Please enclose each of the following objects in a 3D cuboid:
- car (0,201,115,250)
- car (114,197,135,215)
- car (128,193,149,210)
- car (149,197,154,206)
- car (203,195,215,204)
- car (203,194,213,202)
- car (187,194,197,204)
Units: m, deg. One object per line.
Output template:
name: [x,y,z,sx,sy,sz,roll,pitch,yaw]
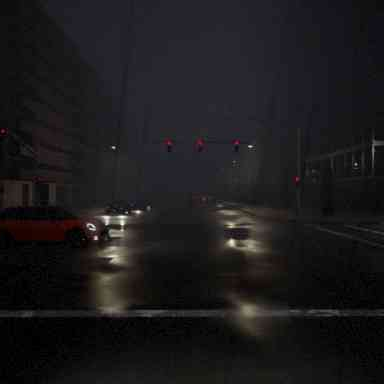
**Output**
car: [-5.867,1.378,13.958,4.553,1.767,2.097,0,0,0]
car: [-7.466,1.526,34.177,1.812,1.442,4.674,0,0,0]
car: [-7.452,1.221,44.088,2.150,2.045,5.566,0,0,1]
car: [-7.340,1.547,54.552,2.033,1.411,5.357,0,0,1]
car: [3.461,1.491,64.666,2.128,1.511,4.902,0,0,1]
car: [3.465,1.355,74.531,2.097,1.767,4.553,0,0,1]
car: [-0.038,1.564,64.574,1.994,1.385,4.181,0,0,1]
